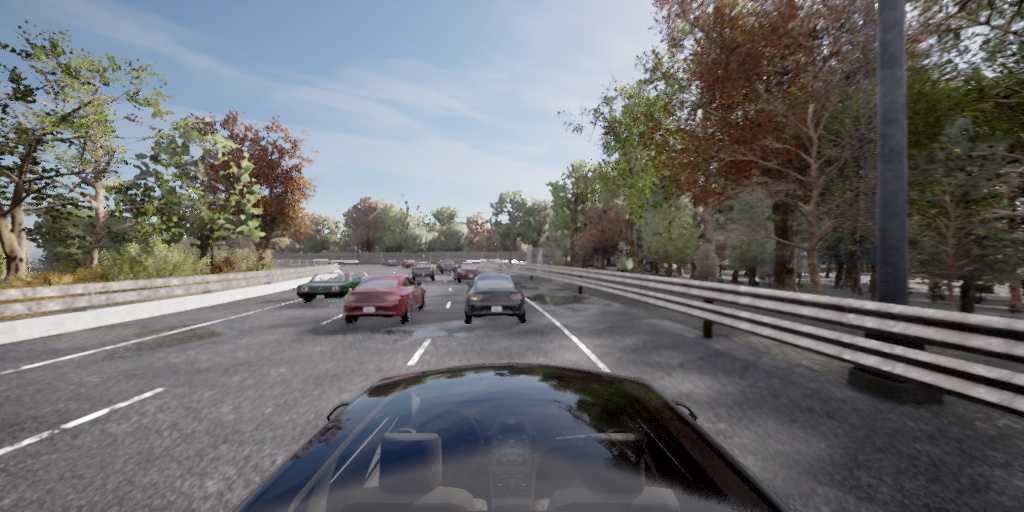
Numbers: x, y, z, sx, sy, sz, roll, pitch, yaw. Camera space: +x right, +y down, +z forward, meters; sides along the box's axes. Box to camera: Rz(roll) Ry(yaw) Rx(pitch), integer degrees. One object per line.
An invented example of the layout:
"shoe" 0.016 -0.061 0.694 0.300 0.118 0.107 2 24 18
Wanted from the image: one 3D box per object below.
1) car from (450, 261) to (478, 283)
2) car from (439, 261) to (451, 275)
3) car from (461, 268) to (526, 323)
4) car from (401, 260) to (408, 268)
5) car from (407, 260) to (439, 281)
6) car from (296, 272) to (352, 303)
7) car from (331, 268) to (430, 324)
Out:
"car" -3.617 1.332 28.822 1.812 1.442 4.674 0 0 -14
"car" -7.735 1.333 41.935 2.128 1.511 4.902 0 0 -20
"car" -0.617 1.295 12.130 1.812 1.442 4.674 0 0 -5
"car" -17.576 1.434 61.296 1.812 1.442 4.674 0 0 -32
"car" -7.780 1.316 31.169 2.128 1.511 4.902 0 0 -16
"car" -8.235 1.405 17.045 1.895 1.301 4.718 0 0 -8
"car" -4.118 1.307 12.078 1.812 1.442 4.674 0 0 -5
